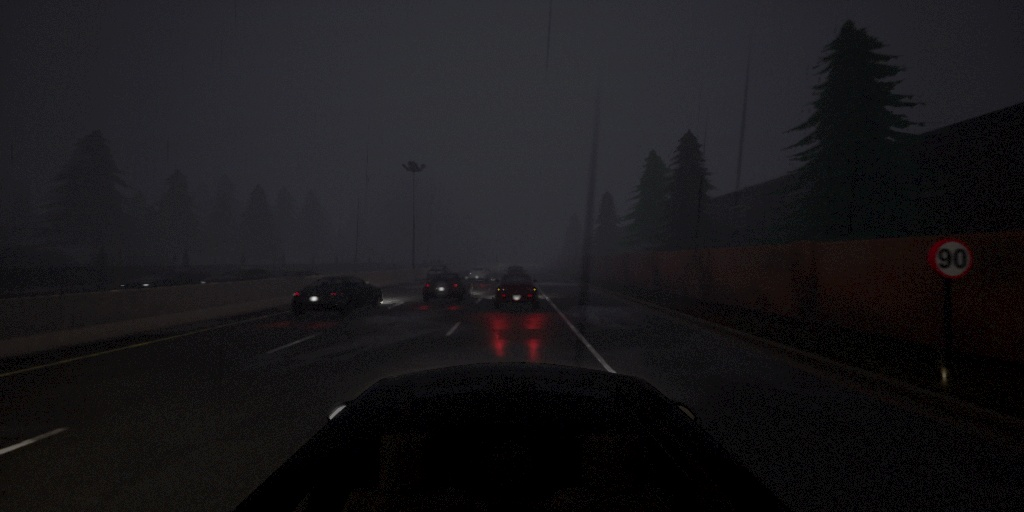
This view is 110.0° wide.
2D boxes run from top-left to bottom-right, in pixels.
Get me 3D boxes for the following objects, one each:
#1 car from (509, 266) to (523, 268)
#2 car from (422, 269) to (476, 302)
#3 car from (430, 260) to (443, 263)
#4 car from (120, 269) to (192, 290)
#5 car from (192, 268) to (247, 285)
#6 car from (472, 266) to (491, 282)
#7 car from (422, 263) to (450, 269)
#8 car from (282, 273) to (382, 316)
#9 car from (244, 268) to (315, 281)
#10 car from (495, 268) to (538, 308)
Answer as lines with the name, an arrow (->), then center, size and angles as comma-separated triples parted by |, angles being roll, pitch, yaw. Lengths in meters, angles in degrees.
car -> 0.345, 1.691, 33.738 | 1.837, 1.490, 4.892 | 0, -1, 0
car -> -3.278, 1.541, 18.742 | 1.994, 1.385, 4.181 | 0, -1, 0
car -> -13.528, 1.793, 63.553 | 2.150, 2.045, 5.566 | 0, -1, 1
car -> -20.949, 1.547, 22.434 | 2.033, 1.411, 5.357 | 0, -1, 0
car -> -17.441, 1.520, 23.182 | 1.837, 1.490, 4.892 | 0, -1, 0
car -> -3.160, 1.719, 34.677 | 1.812, 1.442, 4.674 | 0, -1, 0
car -> -6.656, 1.666, 33.673 | 2.128, 1.511, 4.902 | 0, -1, 0
car -> -6.813, 1.476, 14.375 | 1.994, 1.385, 4.181 | 0, -1, 0
car -> -13.945, 1.564, 22.914 | 2.033, 1.411, 5.357 | 0, -1, 0
car -> 0.193, 1.475, 16.344 | 1.812, 1.442, 4.674 | 0, -1, 0
